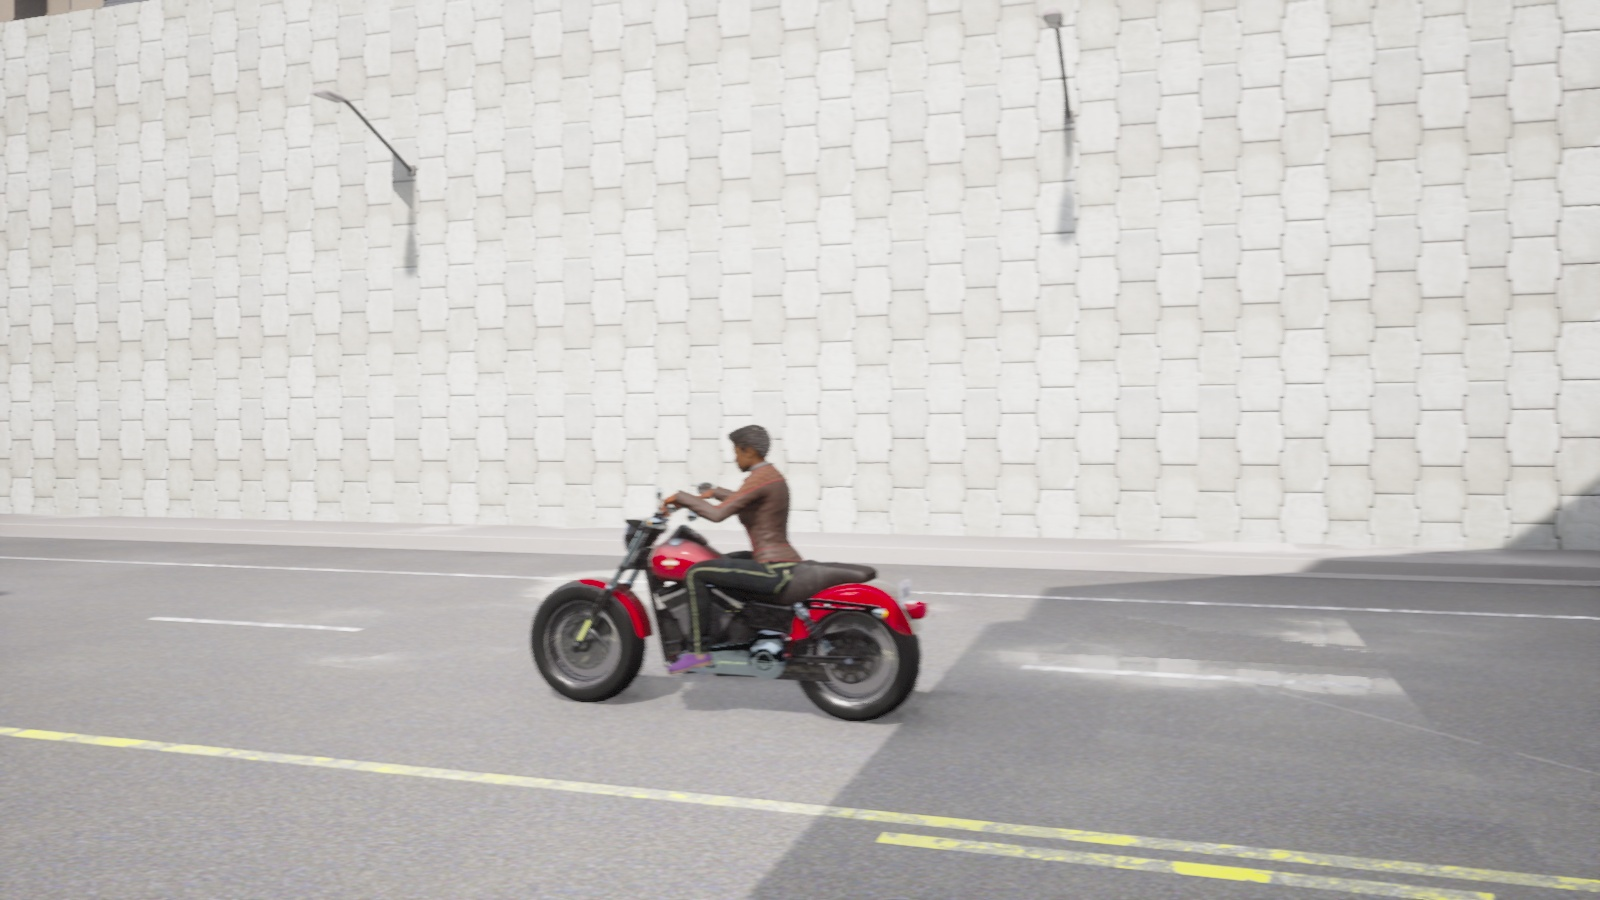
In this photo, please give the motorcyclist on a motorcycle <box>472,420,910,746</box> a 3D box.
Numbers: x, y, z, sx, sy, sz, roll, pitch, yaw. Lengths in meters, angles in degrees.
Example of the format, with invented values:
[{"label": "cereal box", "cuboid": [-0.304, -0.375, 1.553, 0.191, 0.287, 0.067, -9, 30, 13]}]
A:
[{"label": "motorcyclist on a motorcycle", "cuboid": [-0.618, 0.662, 7.087, 2.350, 1.649, 0.766, 0, 1, 19]}]
